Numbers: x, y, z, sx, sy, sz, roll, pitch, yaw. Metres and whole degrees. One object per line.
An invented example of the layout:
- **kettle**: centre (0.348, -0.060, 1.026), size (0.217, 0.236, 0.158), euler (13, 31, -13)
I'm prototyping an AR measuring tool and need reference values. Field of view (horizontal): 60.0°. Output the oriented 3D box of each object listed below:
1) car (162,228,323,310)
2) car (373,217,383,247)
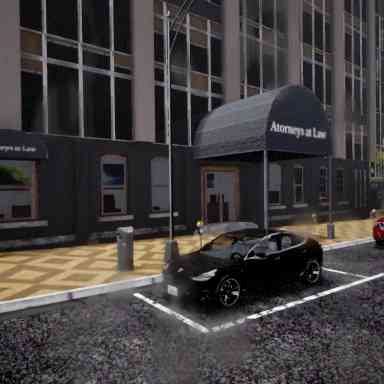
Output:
- **car**: centre (1.360, 1.564, 7.838), size (4.313, 1.339, 1.947), euler (0, -1, -37)
- **car**: centre (9.633, 1.310, 14.045), size (5.009, 1.841, 2.192), euler (0, -1, -37)
